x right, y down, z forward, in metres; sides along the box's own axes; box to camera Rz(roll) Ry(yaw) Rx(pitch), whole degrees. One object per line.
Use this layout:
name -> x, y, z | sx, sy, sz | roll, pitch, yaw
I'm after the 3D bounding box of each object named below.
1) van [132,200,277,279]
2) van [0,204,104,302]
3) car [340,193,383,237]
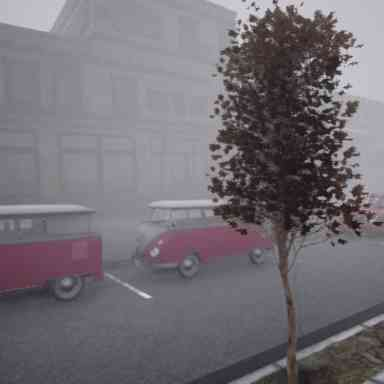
van -> 0.408, 1.212, 9.792 | 4.442, 1.987, 1.878 | -1, 0, -35
van -> -4.128, 1.257, 6.600 | 4.442, 1.987, 1.878 | -1, 0, -35
car -> 9.550, 1.087, 16.229 | 5.566, 2.045, 2.435 | -1, 0, -35
